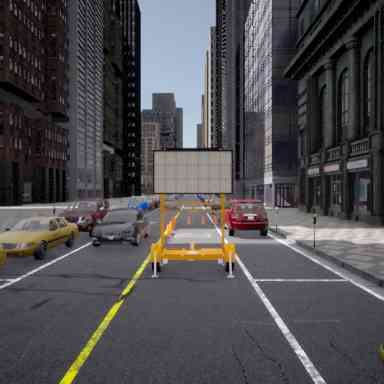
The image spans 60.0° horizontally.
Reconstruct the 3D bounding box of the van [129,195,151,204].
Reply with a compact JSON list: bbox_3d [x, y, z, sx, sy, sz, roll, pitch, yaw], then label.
[{"bbox_3d":[-5.674,1.349,35.173,1.690,1.788,3.998,0,0,0],"label":"van"}]

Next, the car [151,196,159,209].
[{"bbox_3d":[-5.659,1.562,40.813,2.008,1.369,4.403,0,0,0],"label":"car"}]

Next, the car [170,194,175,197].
[{"bbox_3d":[-5.571,1.607,74.658,1.947,1.339,4.313,0,0,0],"label":"car"}]

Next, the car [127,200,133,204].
[{"bbox_3d":[-5.703,1.528,23.721,1.752,1.417,4.829,0,0,0],"label":"car"}]

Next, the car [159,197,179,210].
[{"bbox_3d":[-2.886,1.614,43.319,1.895,1.301,4.718,0,0,0],"label":"car"}]

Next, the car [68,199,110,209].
[{"bbox_3d":[-5.718,1.316,18.250,2.192,1.841,5.009,0,0,0],"label":"car"}]

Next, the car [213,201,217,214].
[{"bbox_3d":[2.822,1.553,23.876,2.008,1.369,4.403,0,0,0],"label":"car"}]

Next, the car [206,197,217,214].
[{"bbox_3d":[2.852,1.559,35.157,2.008,1.369,4.403,0,0,0],"label":"car"}]

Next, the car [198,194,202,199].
[{"bbox_3d":[2.969,1.590,80.281,1.887,1.381,4.507,0,0,0],"label":"car"}]

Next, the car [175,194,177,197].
[{"bbox_3d":[-5.541,1.601,85.939,2.008,1.369,4.403,0,0,0],"label":"car"}]

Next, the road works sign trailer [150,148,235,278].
[{"bbox_3d":[0.026,0.464,10.151,2.380,3.560,2.880,0,0,0],"label":"road works sign trailer"}]

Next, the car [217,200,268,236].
[{"bbox_3d":[2.807,1.316,18.235,2.192,1.841,5.009,0,0,0],"label":"car"}]

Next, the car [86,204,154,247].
[{"bbox_3d":[-3.060,1.505,15.030,1.837,1.490,4.892,0,0,0],"label":"car"}]

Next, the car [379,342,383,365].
[{"bbox_3d":[2.764,1.525,1.484,1.752,1.417,4.829,0,0,0],"label":"car"}]

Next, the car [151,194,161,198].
[{"bbox_3d":[-5.645,1.331,46.454,2.192,1.841,5.009,0,0,0],"label":"car"}]

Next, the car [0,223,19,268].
[{"bbox_3d":[-5.747,1.525,6.799,1.752,1.417,4.829,0,0,0],"label":"car"}]

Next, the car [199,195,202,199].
[{"bbox_3d":[2.925,1.597,63.359,1.947,1.339,4.313,0,0,0],"label":"car"}]

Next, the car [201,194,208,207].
[{"bbox_3d":[2.895,1.461,52.077,1.967,1.590,4.097,0,0,0],"label":"car"}]

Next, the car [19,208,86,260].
[{"bbox_3d":[-5.733,1.525,12.440,1.752,1.417,4.829,0,0,0],"label":"car"}]
